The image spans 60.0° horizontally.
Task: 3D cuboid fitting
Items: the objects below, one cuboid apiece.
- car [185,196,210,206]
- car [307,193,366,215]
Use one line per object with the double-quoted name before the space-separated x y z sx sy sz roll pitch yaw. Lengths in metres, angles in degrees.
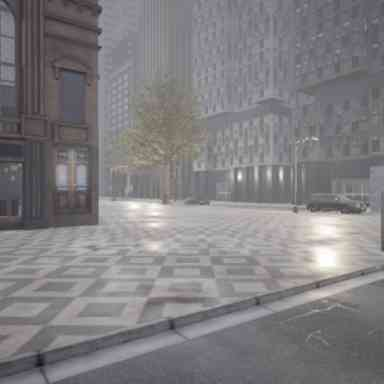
"car" 0.792 1.422 51.174 1.837 1.490 4.892 0 0 -35
"car" 14.014 1.174 32.666 2.150 2.045 5.566 0 0 -36
